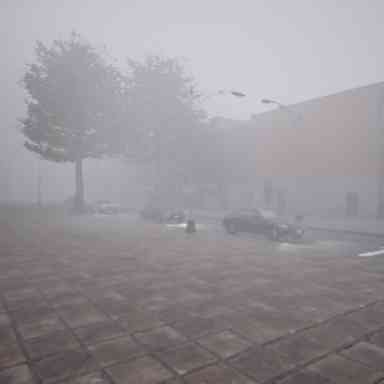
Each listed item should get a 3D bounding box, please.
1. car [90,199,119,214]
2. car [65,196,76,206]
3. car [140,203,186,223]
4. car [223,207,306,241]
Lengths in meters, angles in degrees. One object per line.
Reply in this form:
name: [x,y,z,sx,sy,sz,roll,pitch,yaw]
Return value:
car: [-9.399,1.499,35.288,1.812,1.442,4.674,0,0,-35]
car: [-19.553,1.485,54.785,1.837,1.490,4.892,0,0,-35]
car: [-2.247,1.545,25.120,1.994,1.385,4.181,0,0,-35]
car: [3.512,1.522,16.937,1.812,1.442,4.674,0,0,-35]
